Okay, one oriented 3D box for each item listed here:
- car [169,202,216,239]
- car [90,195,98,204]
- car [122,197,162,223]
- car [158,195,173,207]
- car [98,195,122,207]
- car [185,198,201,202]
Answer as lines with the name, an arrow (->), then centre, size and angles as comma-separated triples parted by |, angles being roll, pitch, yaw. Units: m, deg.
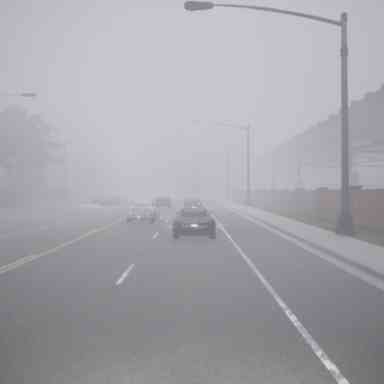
car -> 0.102, 1.423, 16.612 | 1.994, 1.385, 4.181 | 0, 0, 0
car -> -14.013, 1.175, 50.591 | 1.895, 1.301, 4.718 | 0, 0, 0
car -> -3.400, 1.327, 23.485 | 1.812, 1.442, 4.674 | 0, 0, 0
car -> -3.400, 1.137, 40.411 | 1.882, 1.535, 5.008 | 0, 0, 0
car -> -10.566, 1.133, 44.379 | 1.837, 1.490, 4.892 | 0, 0, 0
car -> 0.100, 1.285, 37.323 | 1.895, 1.301, 4.718 | 0, 0, 0
